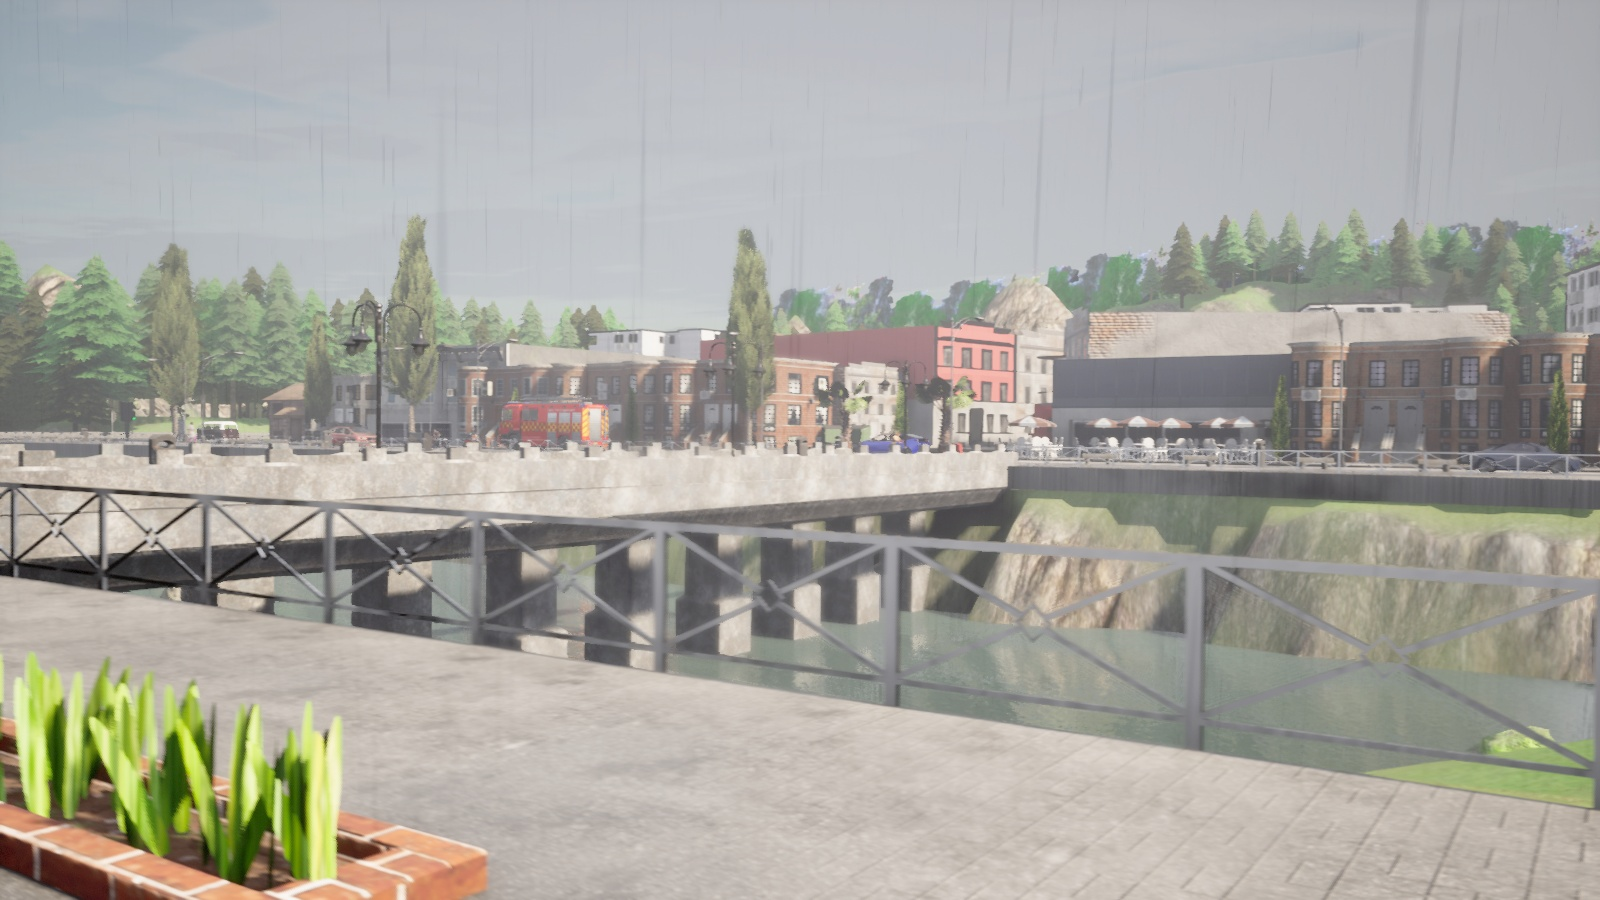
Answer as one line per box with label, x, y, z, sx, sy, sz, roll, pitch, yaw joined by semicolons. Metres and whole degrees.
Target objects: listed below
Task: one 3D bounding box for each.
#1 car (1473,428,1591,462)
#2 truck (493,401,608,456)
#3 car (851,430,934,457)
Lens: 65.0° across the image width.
car;30.859;-0.207;52.974;4.181;1.385;1.994;0;1;34
truck;-17.944;-1.501;90.153;8.468;3.827;2.891;0;1;34
car;5.461;-0.390;74.633;4.514;1.525;2.007;0;1;34
